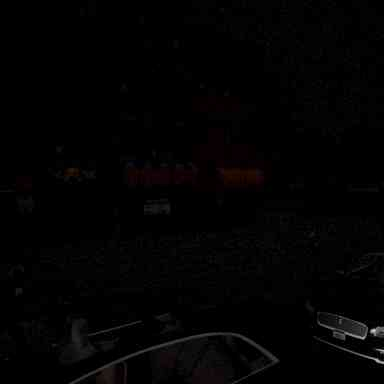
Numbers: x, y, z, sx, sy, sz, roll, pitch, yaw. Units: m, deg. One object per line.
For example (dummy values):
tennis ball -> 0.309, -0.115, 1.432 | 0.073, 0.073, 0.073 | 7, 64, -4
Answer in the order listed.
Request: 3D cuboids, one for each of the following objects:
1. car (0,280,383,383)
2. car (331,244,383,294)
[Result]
car -> -0.827, 1.551, 2.246 | 4.403, 1.369, 2.008 | 0, -2, -36
car -> 3.605, 1.548, 5.416 | 4.403, 1.369, 2.008 | 0, -2, -36
